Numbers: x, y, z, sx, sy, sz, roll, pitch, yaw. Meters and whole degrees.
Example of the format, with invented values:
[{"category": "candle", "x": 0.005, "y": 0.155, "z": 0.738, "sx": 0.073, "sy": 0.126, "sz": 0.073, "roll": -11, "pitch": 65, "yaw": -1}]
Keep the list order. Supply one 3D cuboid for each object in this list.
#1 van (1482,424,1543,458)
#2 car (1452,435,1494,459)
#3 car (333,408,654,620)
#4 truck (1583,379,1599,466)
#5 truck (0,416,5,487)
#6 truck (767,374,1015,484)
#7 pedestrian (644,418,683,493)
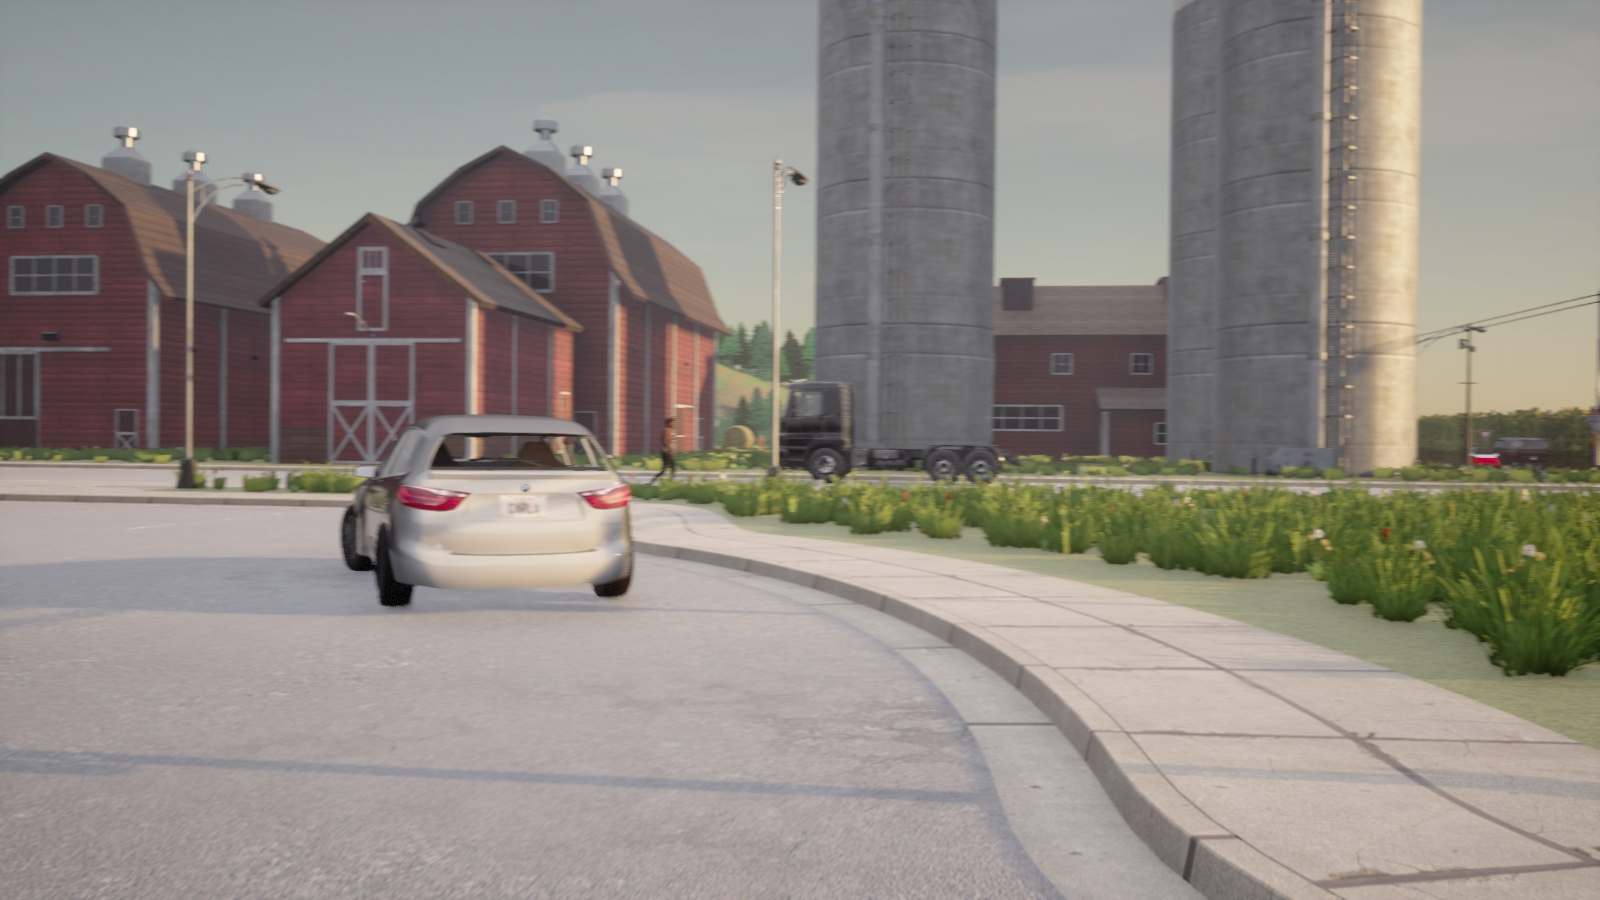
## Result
[{"category": "van", "x": 43.347, "y": -0.569, "z": 76.487, "sx": 1.775, "sy": 1.987, "sz": 4.442, "roll": 0, "pitch": 1, "yaw": 8}, {"category": "car", "x": 39.369, "y": -0.207, "z": 73.468, "sx": 1.481, "sy": 1.376, "sz": 2.207, "roll": 0, "pitch": 1, "yaw": 8}, {"category": "car", "x": -3.238, "y": 0.484, "z": 12.423, "sx": 2.242, "sy": 1.667, "sz": 4.611, "roll": 0, "pitch": 0, "yaw": -25}, {"category": "truck", "x": 36.346, "y": -1.208, "z": 52.712, "sx": 2.891, "sy": 3.827, "sz": 8.468, "roll": 0, "pitch": 1, "yaw": 9}, {"category": "truck", "x": -30.370, "y": 0.074, "z": 42.635, "sx": 5.204, "sy": 2.467, "sz": 2.627, "roll": 0, "pitch": 1, "yaw": 8}, {"category": "truck", "x": 3.073, "y": -0.668, "z": 41.750, "sx": 7.936, "sy": 3.462, "sz": 2.891, "roll": 0, "pitch": 1, "yaw": 8}, {"category": "pedestrian", "x": -3.317, "y": 0.124, "z": 30.553, "sx": 0.869, "sy": 1.805, "sz": 0.328, "roll": 0, "pitch": 1, "yaw": 7}]
